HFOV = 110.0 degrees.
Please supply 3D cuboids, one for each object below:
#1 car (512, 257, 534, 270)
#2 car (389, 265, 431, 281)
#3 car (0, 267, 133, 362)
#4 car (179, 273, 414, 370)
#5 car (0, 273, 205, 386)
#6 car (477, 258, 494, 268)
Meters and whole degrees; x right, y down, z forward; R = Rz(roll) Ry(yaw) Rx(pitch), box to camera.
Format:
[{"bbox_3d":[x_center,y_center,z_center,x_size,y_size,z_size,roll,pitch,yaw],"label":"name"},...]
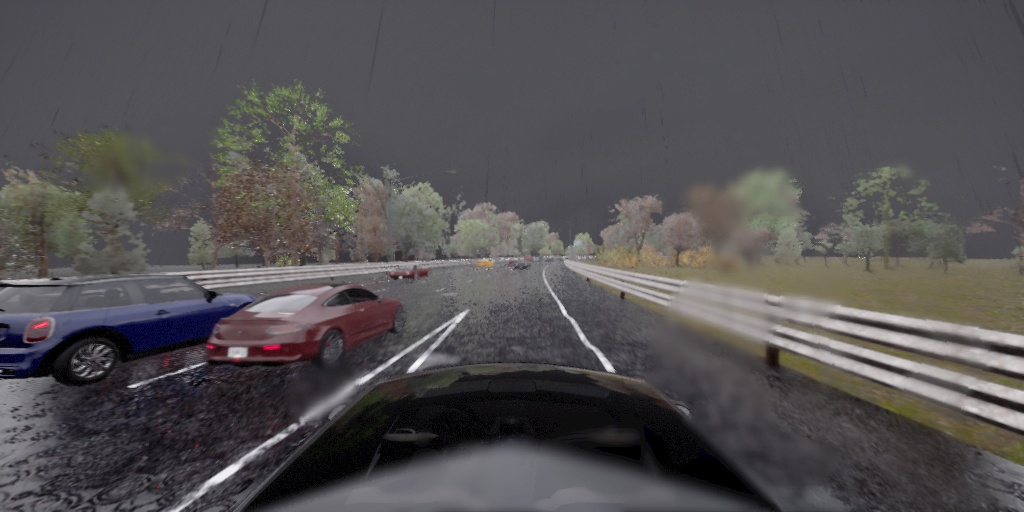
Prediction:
[{"bbox_3d":[1.594,1.219,50.070,1.895,1.301,4.718,-1,0,9],"label":"car"},{"bbox_3d":[-8.384,1.366,30.105,1.895,1.301,4.718,-1,0,8],"label":"car"},{"bbox_3d":[-11.056,1.196,7.093,2.097,1.767,4.553,-1,0,6],"label":"car"},{"bbox_3d":[-3.941,1.293,7.750,1.812,1.442,4.674,-1,0,6],"label":"car"},{"bbox_3d":[-7.506,1.157,7.394,2.097,1.767,4.553,-1,0,6],"label":"car"},{"bbox_3d":[-4.229,1.145,57.678,1.882,1.535,5.008,-1,0,10],"label":"car"}]
